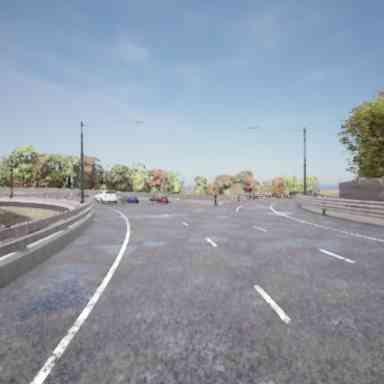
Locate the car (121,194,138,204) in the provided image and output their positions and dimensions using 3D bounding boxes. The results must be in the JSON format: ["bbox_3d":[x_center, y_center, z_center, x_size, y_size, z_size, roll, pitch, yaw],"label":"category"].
[{"bbox_3d":[-9.851,1.035,51.640,1.994,1.385,4.181,-1,1,-28],"label":"car"}]

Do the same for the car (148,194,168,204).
[{"bbox_3d":[-5.040,0.974,50.016,1.812,1.442,4.674,-1,1,-26],"label":"car"}]

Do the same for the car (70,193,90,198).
[{"bbox_3d":[-26.377,0.822,79.559,5.357,1.411,2.033,0,1,45],"label":"car"}]

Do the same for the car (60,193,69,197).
[{"bbox_3d":[-30.523,0.882,78.689,4.181,1.385,1.994,0,1,42],"label":"car"}]

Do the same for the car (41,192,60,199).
[{"bbox_3d":[-32.686,0.881,75.919,4.892,1.490,1.837,0,1,42],"label":"car"}]

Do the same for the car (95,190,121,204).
[{"bbox_3d":[-13.013,0.735,50.336,2.150,2.045,5.566,-1,1,-29],"label":"car"}]
